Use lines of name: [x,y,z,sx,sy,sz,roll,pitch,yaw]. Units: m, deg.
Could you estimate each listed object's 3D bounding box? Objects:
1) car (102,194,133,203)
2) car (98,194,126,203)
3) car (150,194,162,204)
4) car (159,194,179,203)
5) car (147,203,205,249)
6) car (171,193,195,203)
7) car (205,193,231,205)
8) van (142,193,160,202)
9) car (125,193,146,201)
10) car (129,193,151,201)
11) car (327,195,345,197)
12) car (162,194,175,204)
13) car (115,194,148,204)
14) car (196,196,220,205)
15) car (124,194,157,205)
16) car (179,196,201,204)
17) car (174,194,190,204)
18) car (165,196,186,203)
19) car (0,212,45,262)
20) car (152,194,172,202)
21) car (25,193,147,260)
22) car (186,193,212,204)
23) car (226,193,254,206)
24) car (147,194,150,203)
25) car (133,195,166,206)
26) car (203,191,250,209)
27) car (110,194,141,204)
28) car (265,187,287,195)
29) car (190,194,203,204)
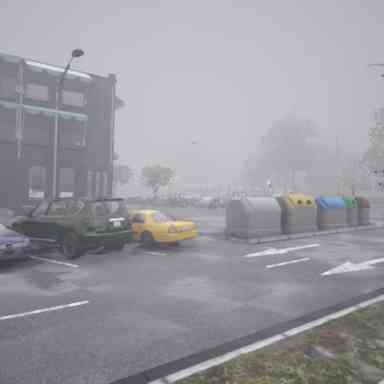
car: [-13.006,1.140,58.480,1.946,1.575,5.366,1,0,35]
car: [-14.581,1.177,61.094,2.163,1.488,4.792,0,-1,35]
car: [-2.701,1.142,44.194,1.946,1.575,5.366,0,-1,35]
car: [-5.419,1.538,77.533,2.185,1.767,4.553,1,-2,35]
car: [-2.348,1.443,14.435,5.366,1.575,1.946,-1,0,35]
car: [-1.938,1.414,72.614,2.435,2.045,5.566,1,-2,35]
car: [4.947,1.411,62.675,2.435,2.045,5.566,1,-2,35]
van: [-10.492,1.445,85.109,1.878,1.987,4.442,1,-2,35]
car: [-15.710,1.415,92.494,2.435,2.045,5.566,1,-2,35]
car: [-14.002,1.413,89.954,2.435,2.045,5.566,1,-2,35]
car: [18.701,1.406,42.800,2.435,2.045,5.566,1,-2,35]
car: [-1.135,1.016,41.583,2.185,1.767,4.553,0,-1,35]
car: [-9.638,1.139,53.615,1.946,1.575,5.366,1,0,35]
car: [3.183,1.663,65.128,2.231,1.521,4.892,1,-2,35]
car: [-7.847,1.144,51.332,2.097,1.535,5.008,0,-1,36]
car: [-0.347,1.653,69.945,1.946,1.575,5.366,1,-2,35]
car: [0.564,1.142,39.170,2.231,1.521,4.892,0,-1,35]
car: [-3.704,1.693,75.042,2.163,1.488,4.792,1,-2,35]
car: [-7.127,1.505,10.844,4.674,1.452,2.002,-1,-1,35]
car: [-7.150,1.538,80.019,2.185,1.767,4.553,1,-2,35]
car: [-4.692,1.206,12.598,5.566,2.045,2.435,-1,0,35]
car: [1.465,1.410,67.596,2.435,2.045,5.566,1,-2,35]
car: [8.356,1.408,57.656,2.435,2.045,5.566,1,-2,35]
car: [-4.483,1.144,46.466,2.231,1.521,4.892,0,-1,35]
car: [-6.181,1.173,48.878,2.163,1.488,4.792,1,-1,35]
car: [3.930,0.888,34.284,2.435,2.045,5.566,1,-1,35]
car: [-11.224,1.145,56.206,2.097,1.535,5.008,1,0,35]
car: [15.032,-0.132,60.285,1.812,1.442,4.674,2,3,-34]
car: [2.251,1.180,36.741,2.002,1.452,4.674,1,0,35]
